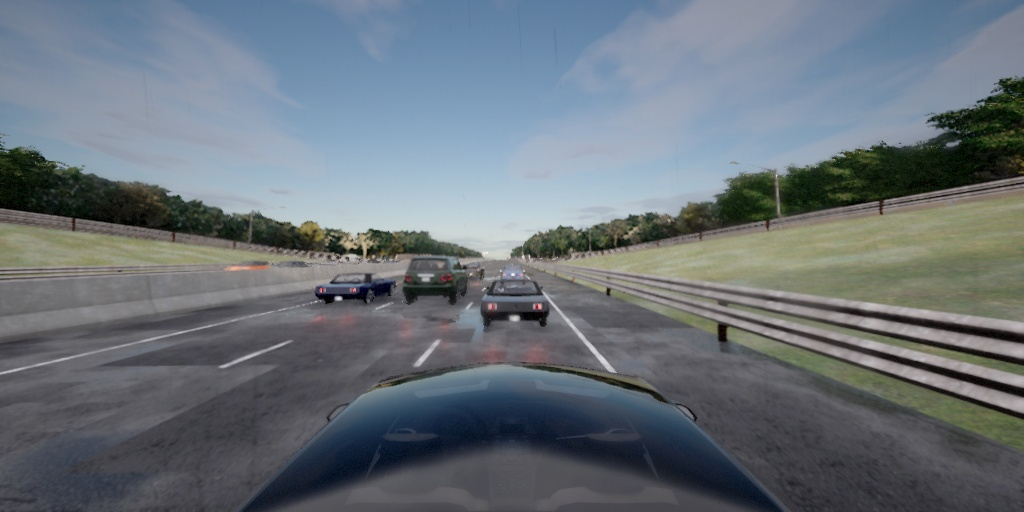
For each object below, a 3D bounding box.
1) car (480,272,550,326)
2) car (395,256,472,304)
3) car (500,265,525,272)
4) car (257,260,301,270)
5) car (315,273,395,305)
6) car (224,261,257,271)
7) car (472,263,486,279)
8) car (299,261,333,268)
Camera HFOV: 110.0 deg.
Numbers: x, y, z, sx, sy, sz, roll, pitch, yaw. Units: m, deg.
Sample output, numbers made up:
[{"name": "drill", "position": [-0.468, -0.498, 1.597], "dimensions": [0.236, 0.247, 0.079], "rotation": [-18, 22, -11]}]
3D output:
[{"name": "car", "position": [0.087, 1.389, 11.805], "dimensions": [1.895, 1.301, 4.718], "rotation": [0, 0, 0]}, {"name": "car", "position": [-3.405, 1.031, 16.867], "dimensions": [2.150, 2.045, 5.566], "rotation": [0, 0, 0]}, {"name": "car", "position": [0.040, 1.411, 28.096], "dimensions": [2.033, 1.411, 5.357], "rotation": [0, 0, -1]}, {"name": "car", "position": [-21.241, 1.232, 33.857], "dimensions": [2.097, 1.767, 4.553], "rotation": [0, 0, -1]}, {"name": "car", "position": [-6.905, 1.408, 16.510], "dimensions": [1.895, 1.301, 4.718], "rotation": [0, 0, 0]}, {"name": "car", "position": [-24.739, 1.230, 33.751], "dimensions": [2.097, 1.767, 4.553], "rotation": [0, 0, -1]}, {"name": "car", "position": [-3.547, 1.378, 33.270], "dimensions": [2.128, 1.511, 4.902], "rotation": [0, 0, -1]}, {"name": "car", "position": [-17.743, 1.446, 33.934], "dimensions": [1.994, 1.385, 4.181], "rotation": [0, 0, -1]}]
